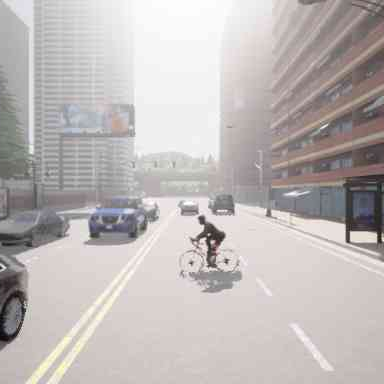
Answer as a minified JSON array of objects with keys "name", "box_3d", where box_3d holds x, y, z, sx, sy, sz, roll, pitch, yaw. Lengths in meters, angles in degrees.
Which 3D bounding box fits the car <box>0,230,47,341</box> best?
[{"name":"car","box_3d":[-3.617,1.504,3.676,1.837,1.490,4.892,0,0,0]}]

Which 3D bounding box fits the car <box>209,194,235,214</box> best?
[{"name":"car","box_3d":[3.293,1.221,35.879,2.150,2.045,5.566,0,0,0]}]

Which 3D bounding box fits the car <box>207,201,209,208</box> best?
[{"name":"car","box_3d":[3.173,1.547,46.065,2.033,1.411,5.357,0,0,0]}]

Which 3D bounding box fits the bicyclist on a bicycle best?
[{"name":"bicyclist on a bicycle","box_3d":[0.453,1.454,9.146,1.656,1.620,0.582,-2,0,0]}]

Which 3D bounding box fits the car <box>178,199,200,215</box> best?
[{"name":"car","box_3d":[-0.207,1.547,34.420,2.033,1.411,5.357,0,0,0]}]

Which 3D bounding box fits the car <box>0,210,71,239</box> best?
[{"name":"car","box_3d":[-7.193,1.547,14.984,2.033,1.411,5.357,0,0,0]}]

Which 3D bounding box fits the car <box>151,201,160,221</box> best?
[{"name":"car","box_3d":[-3.701,1.495,27.113,2.128,1.511,4.902,0,0,0]}]

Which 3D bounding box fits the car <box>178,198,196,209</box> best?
[{"name":"car","box_3d":[-0.809,1.601,47.756,1.895,1.301,4.718,0,0,-9]}]

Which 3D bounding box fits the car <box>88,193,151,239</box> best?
[{"name":"car","box_3d":[-3.722,1.223,17.651,2.150,2.045,5.566,0,0,0]}]
